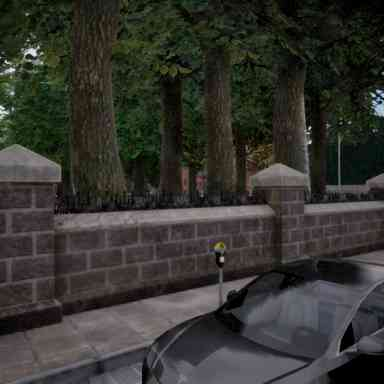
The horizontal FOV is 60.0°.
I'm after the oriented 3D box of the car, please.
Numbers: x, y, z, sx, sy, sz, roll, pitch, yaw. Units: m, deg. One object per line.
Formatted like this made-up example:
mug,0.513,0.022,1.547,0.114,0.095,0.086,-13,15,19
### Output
car,1.528,1.565,3.910,4.313,1.339,1.947,0,-1,-36
